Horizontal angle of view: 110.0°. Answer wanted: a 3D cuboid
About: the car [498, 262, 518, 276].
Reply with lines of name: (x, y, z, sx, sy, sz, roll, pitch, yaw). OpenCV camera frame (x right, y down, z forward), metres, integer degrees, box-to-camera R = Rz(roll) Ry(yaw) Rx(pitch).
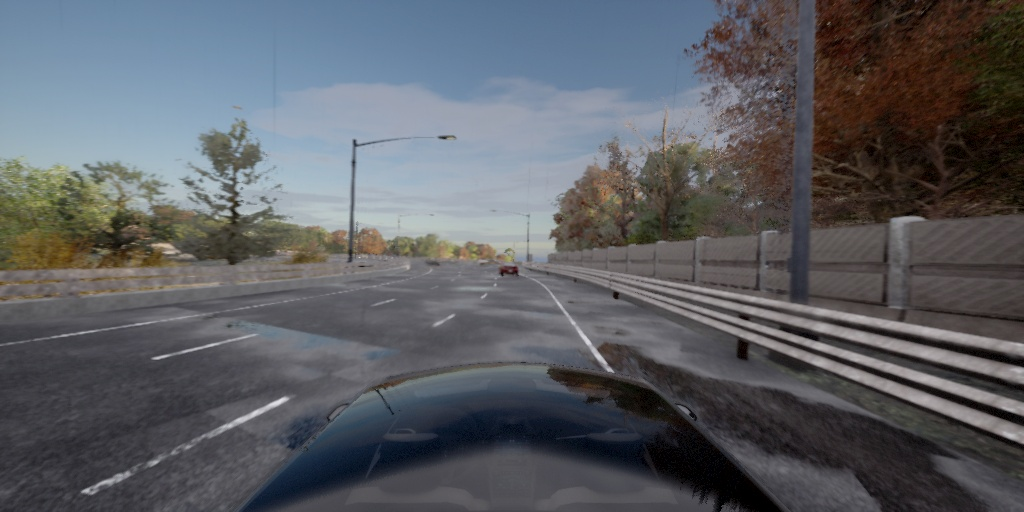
car: (-0.470, 1.381, 39.342, 1.882, 1.535, 5.008, 2, -1, -7)
